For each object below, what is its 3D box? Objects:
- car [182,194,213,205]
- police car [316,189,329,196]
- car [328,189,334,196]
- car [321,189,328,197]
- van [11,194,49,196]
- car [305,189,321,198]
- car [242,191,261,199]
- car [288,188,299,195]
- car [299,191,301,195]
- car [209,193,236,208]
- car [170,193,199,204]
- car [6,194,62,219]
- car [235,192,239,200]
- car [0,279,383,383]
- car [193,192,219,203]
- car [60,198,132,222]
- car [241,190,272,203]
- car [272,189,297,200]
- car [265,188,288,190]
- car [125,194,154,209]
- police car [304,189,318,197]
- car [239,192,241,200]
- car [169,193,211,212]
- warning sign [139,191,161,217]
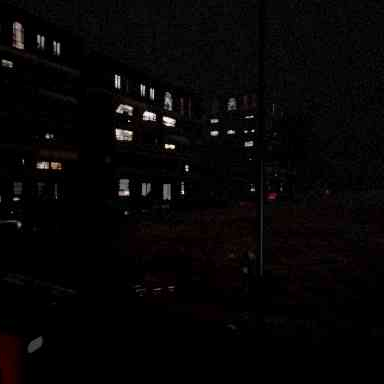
[{"bbox_3d":[0.854,0.973,44.899,1.895,1.301,4.718,1,1,35],"label":"car"},{"bbox_3d":[33.259,0.037,84.870,1.930,1.638,5.238,1,1,34],"label":"police car"},{"bbox_3d":[34.430,0.077,83.277,1.967,1.590,4.097,2,2,35],"label":"car"},{"bbox_3d":[28.094,0.359,74.118,2.008,1.369,4.403,2,2,35],"label":"car"},{"bbox_3d":[-13.636,1.035,28.493,1.690,1.788,3.998,2,2,35],"label":"van"},{"bbox_3d":[24.928,0.445,69.539,2.008,1.369,4.403,2,2,35],"label":"car"},{"bbox_3d":[11.603,0.524,65.002,1.752,1.417,4.829,2,2,35],"label":"car"},{"bbox_3d":[24.371,-0.031,83.459,2.192,1.841,5.009,2,2,35],"label":"car"},{"bbox_3d":[27.536,0.113,88.046,1.887,1.381,4.507,2,2,35],"label":"car"},{"bbox_3d":[2.756,1.050,37.474,2.008,1.369,4.403,2,2,35],"label":"car"},{"bbox_3d":[-0.969,0.909,46.821,1.947,1.339,4.313,2,2,35],"label":"car"},{"bbox_3d":[-11.884,1.229,26.504,1.837,1.490,4.892,1,1,35],"label":"car"},{"bbox_3d":[8.533,0.649,60.563,1.947,1.339,4.313,2,2,35],"label":"car"},{"bbox_3d":[-0.330,1.544,3.102,4.507,1.381,1.887,0,0,35],"label":"car"},{"bbox_3d":[2.198,0.807,51.401,2.008,1.369,4.403,2,2,35],"label":"car"},{"bbox_3d":[-6.746,1.328,23.734,1.947,1.339,4.313,2,2,35],"label":"car"},{"bbox_3d":[9.090,0.876,46.635,2.008,1.369,4.403,2,2,35],"label":"car"},{"bbox_3d":[15.522,0.674,55.936,1.752,1.417,4.829,2,2,35],"label":"car"},{"bbox_3d":[15.396,0.550,60.335,1.882,1.535,5.008,1,1,35],"label":"car"},{"bbox_3d":[-6.095,1.042,34.869,1.882,1.535,5.008,1,1,34],"label":"car"},{"bbox_3d":[27.449,0.189,76.729,1.930,1.638,5.238,0,1,32],"label":"police car"},{"bbox_3d":[9.593,0.832,51.941,1.895,1.301,4.718,1,1,35],"label":"car"},{"bbox_3d":[-0.412,1.131,32.893,1.887,1.381,4.507,2,2,35],"label":"car"},{"bbox_3d":[-3.130,0.851,24.821,1.300,1.860,1.060,-1,0,35],"label":"warning sign"}]
